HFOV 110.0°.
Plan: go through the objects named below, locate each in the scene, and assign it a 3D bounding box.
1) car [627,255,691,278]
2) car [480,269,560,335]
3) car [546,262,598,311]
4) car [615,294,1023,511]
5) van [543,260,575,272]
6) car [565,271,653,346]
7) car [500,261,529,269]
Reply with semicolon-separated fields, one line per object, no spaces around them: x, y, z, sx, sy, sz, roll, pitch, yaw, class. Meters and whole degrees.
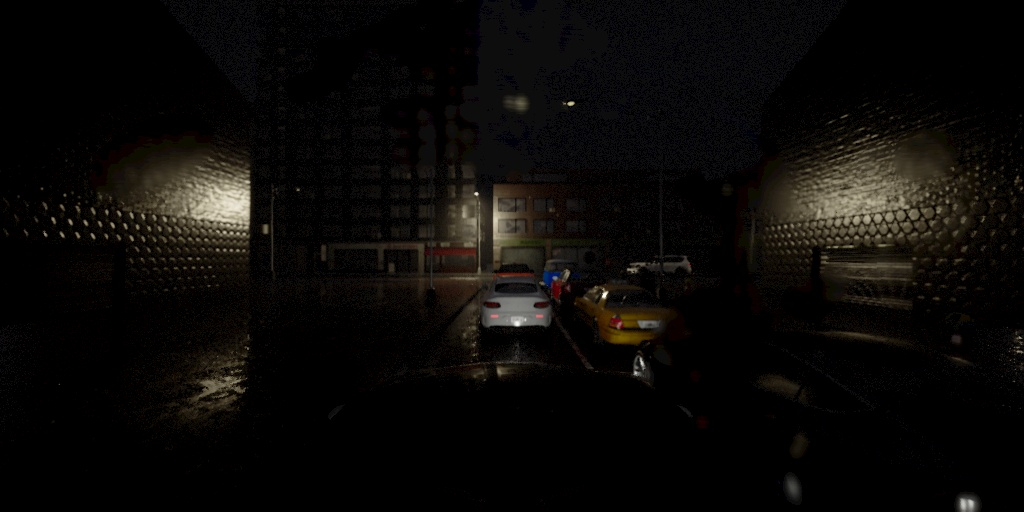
13.637;0.976;33.335;5.566;2.045;2.150;0;0;0;car
0.080;1.279;10.449;1.812;1.442;4.674;0;0;-1;car
2.660;1.196;14.482;1.967;1.591;4.097;0;0;0;car
2.640;1.316;3.534;1.948;1.339;4.313;0;0;0;car
2.670;1.101;19.957;1.690;1.789;3.998;0;0;0;van
2.651;1.278;9.178;1.751;1.417;4.829;0;0;0;car
0.107;1.112;18.579;2.097;1.767;4.553;0;0;0;car
